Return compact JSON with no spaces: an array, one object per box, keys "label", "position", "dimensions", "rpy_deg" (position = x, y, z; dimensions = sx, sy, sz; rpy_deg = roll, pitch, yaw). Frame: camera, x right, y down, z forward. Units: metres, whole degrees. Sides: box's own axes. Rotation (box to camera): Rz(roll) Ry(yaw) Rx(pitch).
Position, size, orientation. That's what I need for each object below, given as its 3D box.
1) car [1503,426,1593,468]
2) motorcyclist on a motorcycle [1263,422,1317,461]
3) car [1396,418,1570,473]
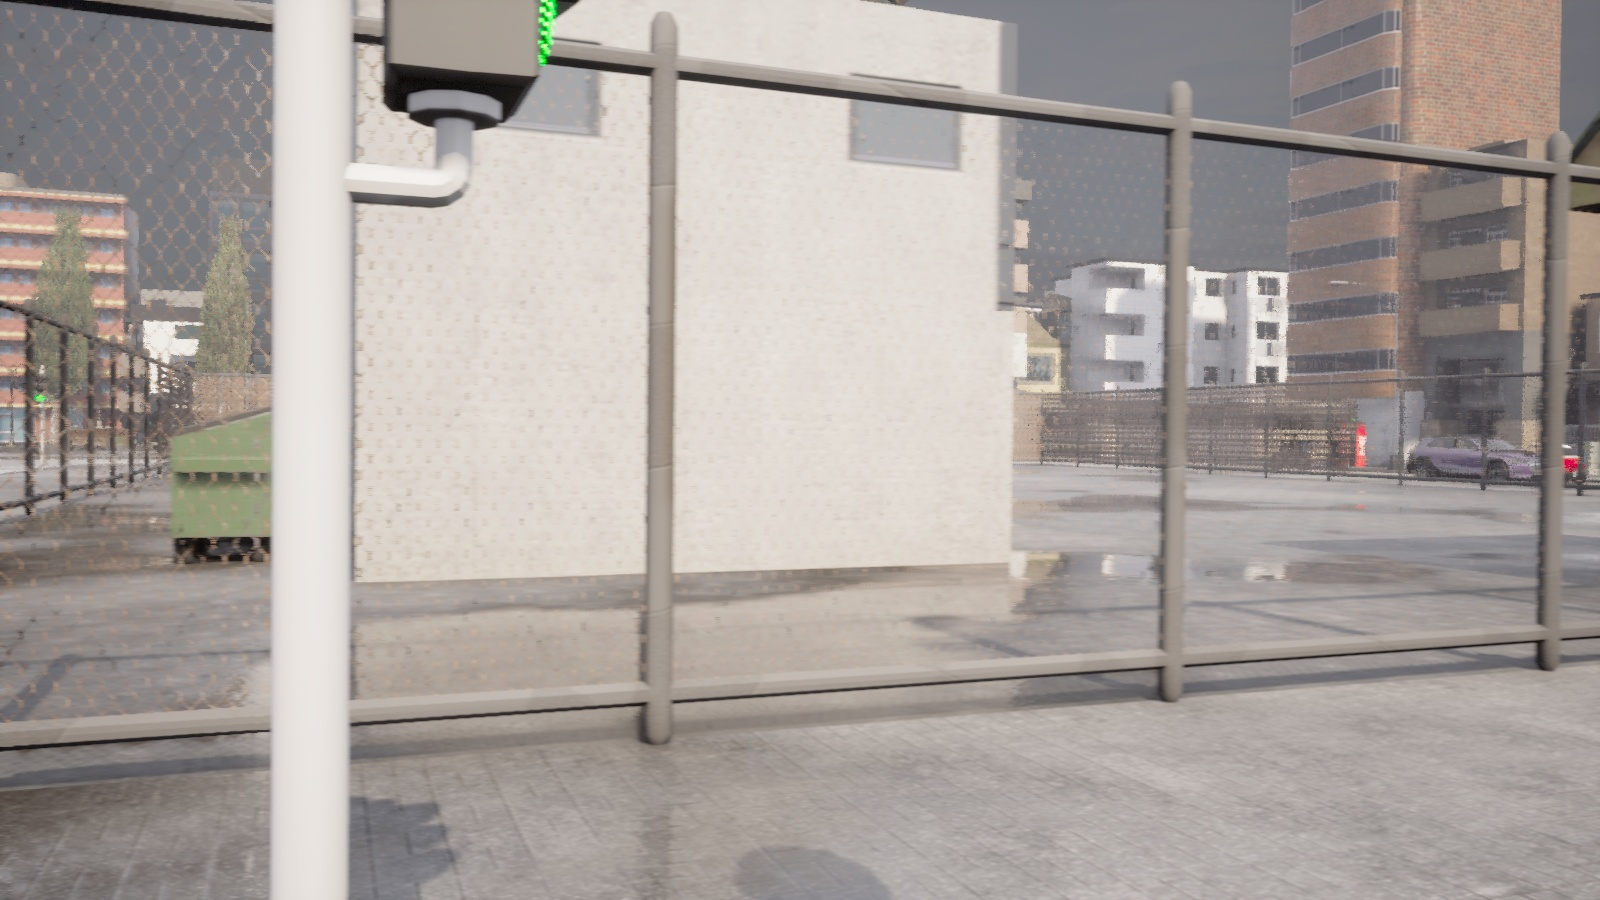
[{"label":"car","position":[25.549,-0.119,42.929],"dimensions":[1.481,1.376,2.207],"rpy_deg":[-1,2,-21]},{"label":"motorcyclist on a motorcycle","position":[21.195,-0.362,54.364],"dimensions":[0.766,1.649,2.350],"rpy_deg":[-1,1,-21]},{"label":"car","position":[22.088,-0.173,40.869],"dimensions":[2.033,1.649,4.856],"rpy_deg":[-1,1,-20]}]
